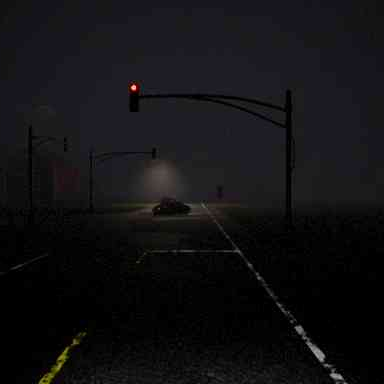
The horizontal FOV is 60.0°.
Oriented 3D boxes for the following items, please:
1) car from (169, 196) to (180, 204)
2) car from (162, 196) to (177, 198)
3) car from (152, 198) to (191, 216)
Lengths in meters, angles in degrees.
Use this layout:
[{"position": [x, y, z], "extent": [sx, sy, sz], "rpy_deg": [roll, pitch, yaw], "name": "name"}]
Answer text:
[{"position": [-3.429, 1.537, 65.017], "extent": [1.895, 1.301, 4.718], "rpy_deg": [0, 0, 1], "name": "car"}, {"position": [-3.511, 1.444, 45.226], "extent": [1.882, 1.535, 5.008], "rpy_deg": [0, 0, 0], "name": "car"}, {"position": [-1.905, 1.540, 32.153], "extent": [1.994, 1.385, 4.181], "rpy_deg": [0, 0, 34], "name": "car"}]
